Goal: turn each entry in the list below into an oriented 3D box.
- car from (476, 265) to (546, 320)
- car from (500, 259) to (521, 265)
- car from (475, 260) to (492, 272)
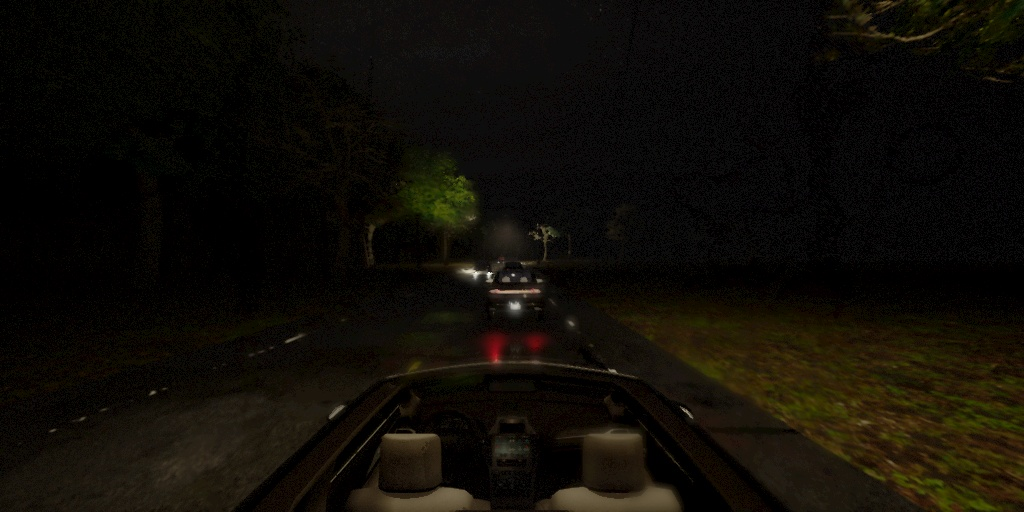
[{"bbox_3d":[0.104,1.239,12.618,2.128,1.511,4.902,0,0,0],"label":"car"},{"bbox_3d":[0.105,1.249,30.927,1.837,1.490,4.892,0,0,0],"label":"car"},{"bbox_3d":[-3.573,1.221,45.028,1.882,1.535,5.008,0,0,0],"label":"car"}]
